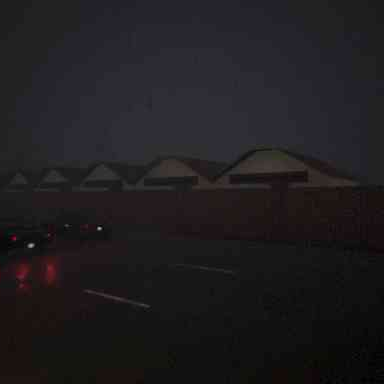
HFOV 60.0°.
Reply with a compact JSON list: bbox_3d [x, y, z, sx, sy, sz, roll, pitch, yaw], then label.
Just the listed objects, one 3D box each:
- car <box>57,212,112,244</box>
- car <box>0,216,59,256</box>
[{"bbox_3d":[-5.958,1.698,16.713,4.181,1.385,1.994,-1,0,36],"label":"car"},{"bbox_3d":[-7.831,1.733,13.745,4.718,1.301,1.895,-1,0,36],"label":"car"}]
